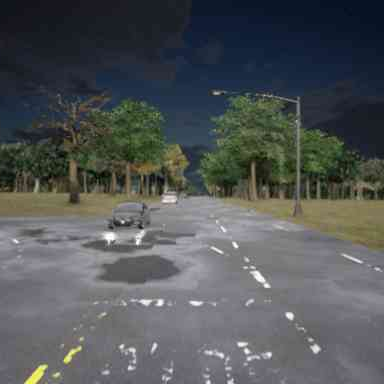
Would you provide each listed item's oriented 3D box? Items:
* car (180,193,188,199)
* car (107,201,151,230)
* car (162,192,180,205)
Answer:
[{"bbox_3d":[-2.351,1.051,88.086,2.097,1.767,4.553,0,0,6],"label":"car"},{"bbox_3d":[-3.485,1.282,19.166,1.837,1.490,4.892,1,0,0],"label":"car"},{"bbox_3d":[-3.537,1.002,53.632,2.150,2.045,5.566,0,0,0],"label":"car"}]
